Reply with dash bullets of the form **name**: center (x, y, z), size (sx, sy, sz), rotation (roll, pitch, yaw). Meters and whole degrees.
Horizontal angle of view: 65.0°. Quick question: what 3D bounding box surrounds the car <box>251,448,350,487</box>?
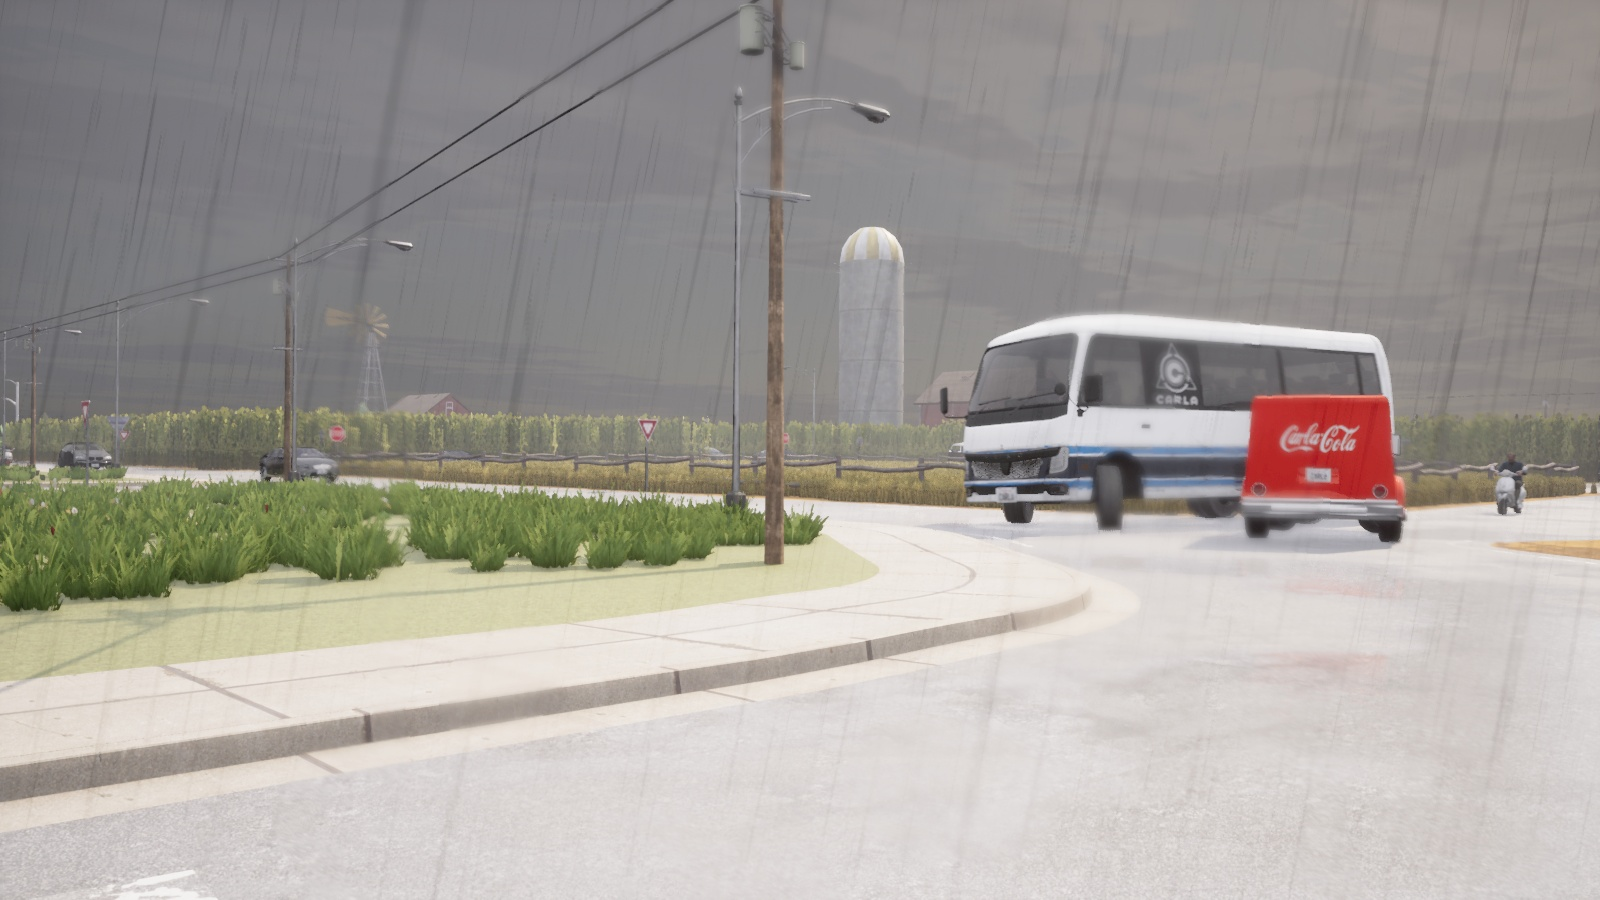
- **car**: center (-20.384, 0.660, 51.138), size (2.128, 1.511, 4.902), rotation (0, 0, -43)

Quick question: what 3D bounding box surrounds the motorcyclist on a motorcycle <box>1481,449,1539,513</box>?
- **motorcyclist on a motorcycle**: center (18.115, 0.776, 32.017), size (0.866, 1.590, 1.817), rotation (0, 0, 44)

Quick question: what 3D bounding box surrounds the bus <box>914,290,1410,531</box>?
- **bus**: center (7.783, -0.597, 26.431), size (10.273, 4.253, 3.944), rotation (0, -3, -31)

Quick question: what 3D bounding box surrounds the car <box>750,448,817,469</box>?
- **car**: center (-1.292, 0.653, 97.312), size (4.892, 1.490, 1.837), rotation (-1, 0, -29)

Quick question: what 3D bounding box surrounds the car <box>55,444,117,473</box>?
- **car**: center (-42.826, 0.482, 75.258), size (2.242, 1.667, 4.611), rotation (0, 0, -43)

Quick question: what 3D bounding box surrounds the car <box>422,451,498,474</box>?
- **car**: center (-21.511, 0.776, 79.583), size (4.181, 1.385, 1.994), rotation (0, 0, -43)

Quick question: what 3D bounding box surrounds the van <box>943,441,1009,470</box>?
- **van**: center (12.970, 0.393, 92.609), size (2.069, 2.038, 4.480), rotation (0, 1, -42)

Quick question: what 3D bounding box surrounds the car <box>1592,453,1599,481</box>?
- **car**: center (45.255, 0.934, 66.878), size (4.892, 1.490, 1.837), rotation (0, -1, 12)

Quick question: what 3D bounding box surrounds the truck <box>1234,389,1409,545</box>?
- **truck**: center (9.534, 0.284, 22.746), size (2.627, 2.467, 5.204), rotation (0, 0, 25)
